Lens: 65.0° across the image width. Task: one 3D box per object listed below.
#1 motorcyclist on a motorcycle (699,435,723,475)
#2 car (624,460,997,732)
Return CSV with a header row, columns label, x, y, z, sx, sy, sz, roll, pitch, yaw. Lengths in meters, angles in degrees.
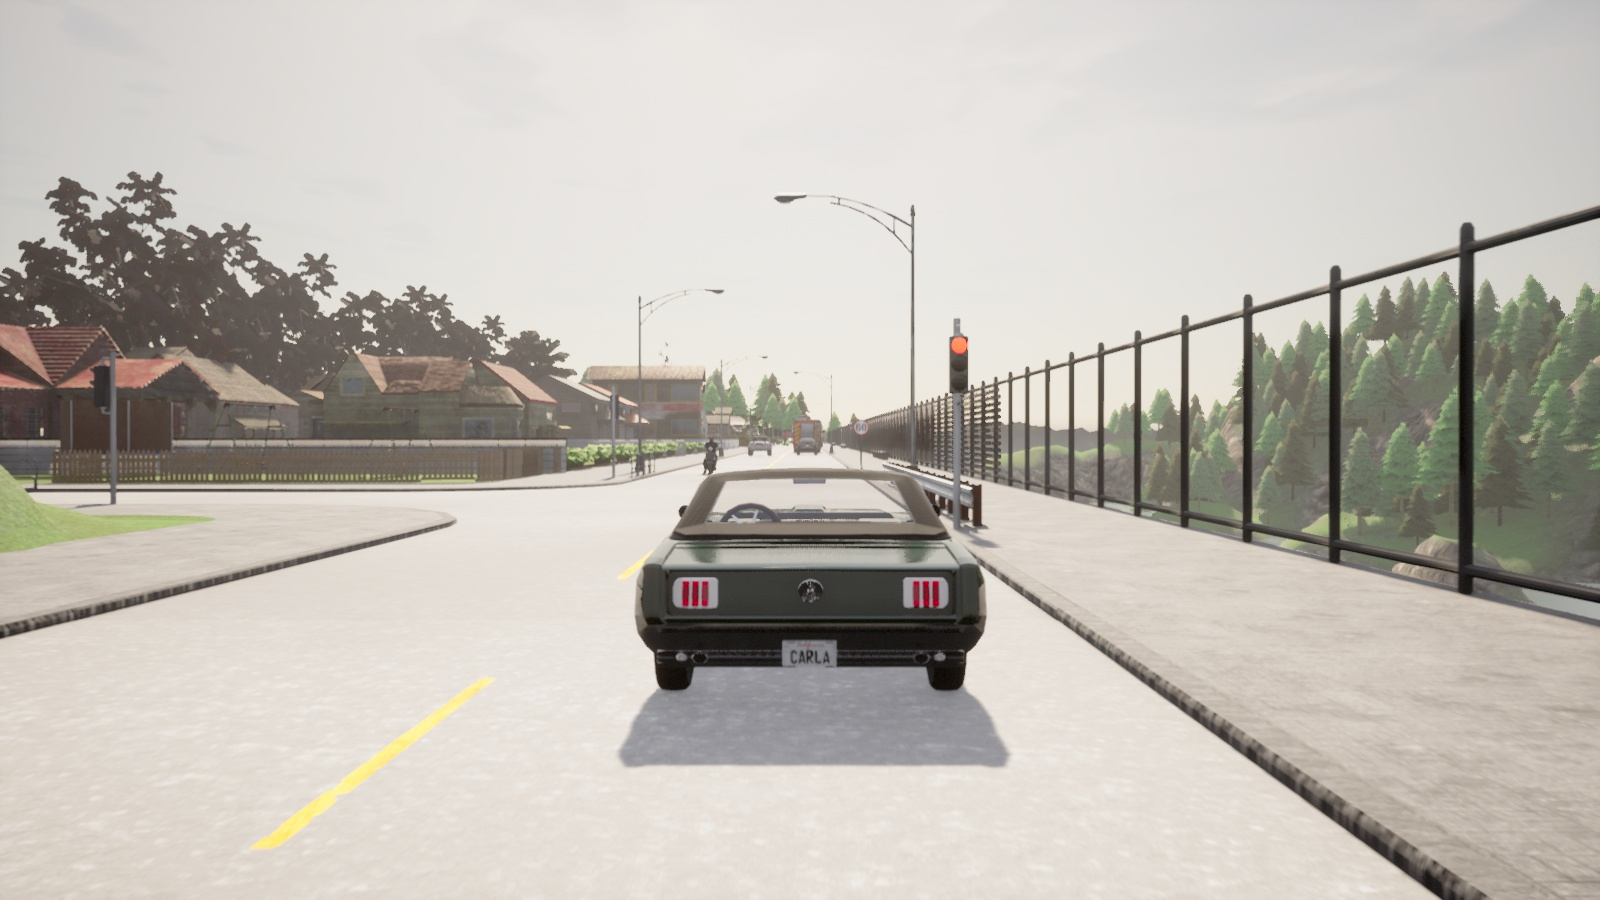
label,x,y,z,sx,sy,sz,roll,pitch,yaw
motorcyclist on a motorcycle,-3.690,0.194,52.045,0.866,1.590,1.817,0,1,0
car,0.065,0.762,8.746,1.895,1.301,4.718,0,1,0
